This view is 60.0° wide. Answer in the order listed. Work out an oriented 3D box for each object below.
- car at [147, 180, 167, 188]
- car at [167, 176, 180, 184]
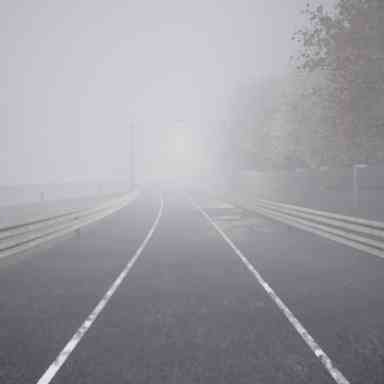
[{"bbox_3d":[-7.729,-1.666,69.463,2.128,1.511,4.902,1,4,21],"label":"car"},{"bbox_3d":[-5.247,-2.681,85.860,1.895,1.301,4.718,1,4,21],"label":"car"}]
